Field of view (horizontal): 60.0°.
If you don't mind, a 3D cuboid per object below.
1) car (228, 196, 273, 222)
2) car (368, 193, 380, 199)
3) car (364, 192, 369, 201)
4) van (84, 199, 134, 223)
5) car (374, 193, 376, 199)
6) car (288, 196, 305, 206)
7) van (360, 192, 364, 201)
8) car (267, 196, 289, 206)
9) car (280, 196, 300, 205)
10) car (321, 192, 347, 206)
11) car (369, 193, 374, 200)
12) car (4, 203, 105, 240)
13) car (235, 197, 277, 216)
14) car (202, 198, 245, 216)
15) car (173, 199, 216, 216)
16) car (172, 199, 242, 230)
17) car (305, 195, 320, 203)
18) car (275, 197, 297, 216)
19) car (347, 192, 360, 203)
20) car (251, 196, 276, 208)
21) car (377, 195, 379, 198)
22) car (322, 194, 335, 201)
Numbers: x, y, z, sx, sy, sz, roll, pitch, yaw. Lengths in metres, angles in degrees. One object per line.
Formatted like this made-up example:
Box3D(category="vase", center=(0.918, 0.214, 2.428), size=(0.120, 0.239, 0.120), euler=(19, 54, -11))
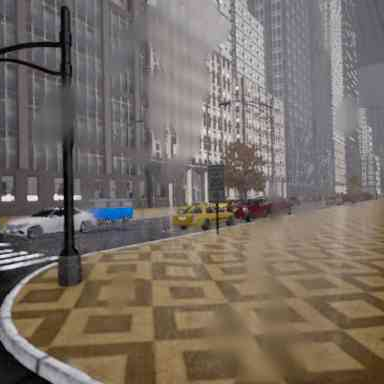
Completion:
Box3D(category="car", center=(3.903, 1.211, 23.480), size=(1.967, 1.590, 4.097), euler=(-2, -1, 35))
Box3D(category="car", center=(45.437, 1.010, 83.024), size=(2.008, 1.369, 4.403), euler=(-2, -1, 35))
Box3D(category="car", center=(32.633, 0.985, 64.720), size=(1.967, 1.590, 4.097), euler=(-2, -1, 35))
Box3D(category="van", center=(-5.938, 1.372, 23.378), size=(1.690, 1.788, 3.998), euler=(-2, -1, 35))
Box3D(category="car", center=(39.066, 1.066, 73.850), size=(1.947, 1.339, 4.313), euler=(-2, -1, 35))
Box3D(category="car", center=(14.235, 1.349, 47.672), size=(1.812, 1.442, 4.674), euler=(-2, -1, 35))
Box3D(category="van", center=(29.429, 0.909, 60.145), size=(1.690, 1.788, 3.998), euler=(-2, -1, 35))
Box3D(category="car", center=(13.212, 1.416, 50.943), size=(1.887, 1.381, 4.507), euler=(-2, -1, 35))
Box3D(category="car", center=(16.403, 1.398, 55.538), size=(2.008, 1.369, 4.403), euler=(-2, -1, 35))
Box3D(category="car", center=(19.939, 1.164, 46.546), size=(1.752, 1.417, 4.829), euler=(-2, -1, 35))
Box3D(category="car", center=(35.838, 0.838, 69.292), size=(2.192, 1.841, 5.009), euler=(-2, -1, 35))
Box3D(category="car", center=(-7.096, 1.511, 17.137), size=(1.812, 1.442, 4.674), euler=(-2, -1, 35))
Box3D(category="car", center=(6.057, 1.283, 30.922), size=(1.882, 1.535, 5.008), euler=(-2, -1, 35))
Box3D(category="car", center=(3.097, 1.373, 31.811), size=(1.882, 1.535, 5.008), euler=(-2, -1, 35))
Box3D(category="car", center=(0.351, 1.501, 32.426), size=(1.752, 1.417, 4.829), euler=(-2, -1, 35))
Box3D(category="car", center=(0.816, 1.323, 19.032), size=(1.752, 1.417, 4.829), euler=(-2, -1, 35))
Box3D(category="car", center=(22.783, 1.242, 64.728), size=(1.967, 1.590, 4.097), euler=(-2, -1, 35))
Box3D(category="car", center=(7.091, 1.325, 28.066), size=(1.802, 1.307, 4.206), euler=(-2, -1, 35))
Box3D(category="car", center=(26.218, 1.032, 55.576), size=(1.967, 1.590, 4.097), euler=(-2, -1, 35))
Box3D(category="car", center=(10.019, 1.337, 46.350), size=(1.967, 1.590, 4.097), euler=(-2, -1, 35))
Box3D(category="car", center=(42.348, 1.004, 78.578), size=(1.752, 1.417, 4.829), euler=(-2, -1, 35))
Box3D(category="car", center=(32.359, 1.280, 78.510), size=(1.887, 1.381, 4.507), euler=(-2, -1, 35))
